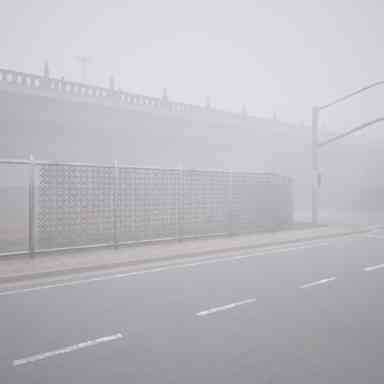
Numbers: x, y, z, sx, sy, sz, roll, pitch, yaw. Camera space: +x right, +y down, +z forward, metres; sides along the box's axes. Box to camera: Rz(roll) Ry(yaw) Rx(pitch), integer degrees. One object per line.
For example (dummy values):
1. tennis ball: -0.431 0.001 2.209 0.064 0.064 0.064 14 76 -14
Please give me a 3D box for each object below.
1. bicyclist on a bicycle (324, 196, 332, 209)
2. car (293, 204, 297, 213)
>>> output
1. bicyclist on a bicycle: 17.728 1.356 43.298 1.656 1.620 0.582 0 0 -36
2. car: 9.159 1.407 36.404 2.097 1.767 4.553 0 0 -36
